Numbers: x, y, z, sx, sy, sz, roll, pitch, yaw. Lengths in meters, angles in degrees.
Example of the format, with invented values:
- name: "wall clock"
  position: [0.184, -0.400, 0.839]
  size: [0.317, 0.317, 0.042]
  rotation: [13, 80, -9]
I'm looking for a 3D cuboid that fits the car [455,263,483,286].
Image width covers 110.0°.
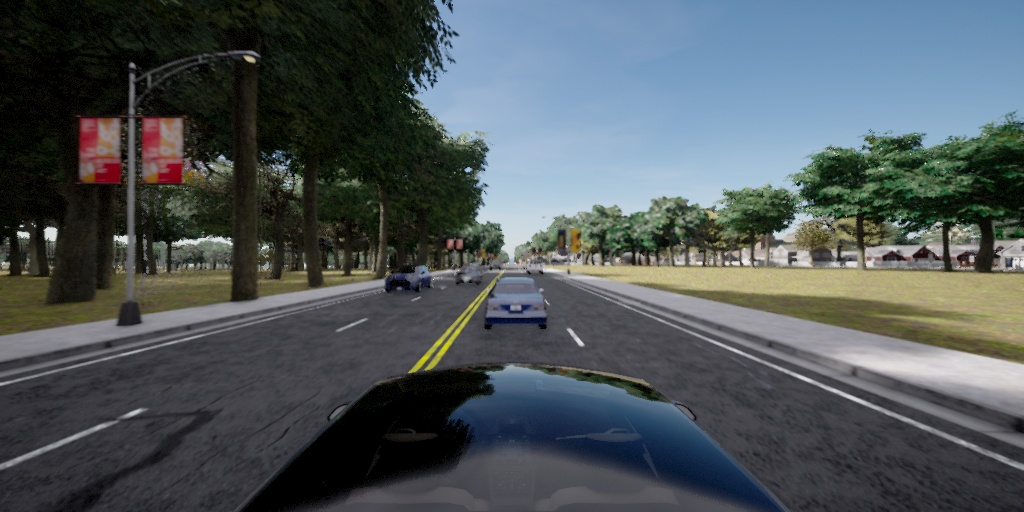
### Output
- name: "car"
  position: [-3.350, 1.556, 28.774]
  size: [2.128, 1.511, 4.902]
  rotation: [0, -1, 0]

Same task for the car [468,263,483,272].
- name: "car"
  position: [-6.532, 2.027, 64.752]
  size: [2.128, 1.511, 4.902]
  rotation: [0, -1, 1]

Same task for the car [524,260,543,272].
- name: "car"
  position: [3.342, 1.589, 53.034]
  size: [2.150, 2.045, 5.566]
  rotation: [0, -1, 0]

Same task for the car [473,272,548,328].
- name: "car"
  position: [0.098, 1.412, 11.795]
  size: [2.033, 1.411, 5.357]
  rotation: [0, -1, 0]

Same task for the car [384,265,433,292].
- name: "car"
  position: [-6.601, 1.351, 23.269]
  size: [2.097, 1.767, 4.553]
  rotation: [0, -1, 0]
